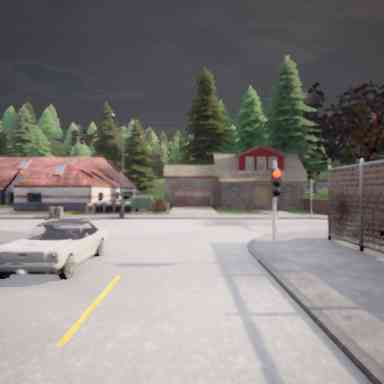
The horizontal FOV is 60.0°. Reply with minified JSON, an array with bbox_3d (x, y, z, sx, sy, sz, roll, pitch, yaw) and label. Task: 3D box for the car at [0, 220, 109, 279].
[{"bbox_3d":[-4.009,1.580,10.061,1.895,1.301,4.718,0,0,0],"label":"car"}]
